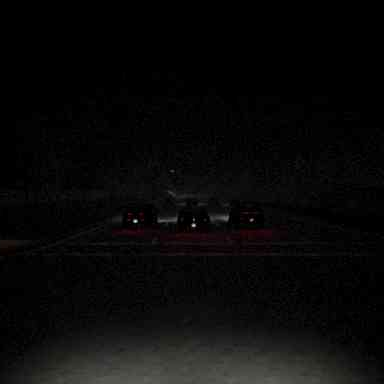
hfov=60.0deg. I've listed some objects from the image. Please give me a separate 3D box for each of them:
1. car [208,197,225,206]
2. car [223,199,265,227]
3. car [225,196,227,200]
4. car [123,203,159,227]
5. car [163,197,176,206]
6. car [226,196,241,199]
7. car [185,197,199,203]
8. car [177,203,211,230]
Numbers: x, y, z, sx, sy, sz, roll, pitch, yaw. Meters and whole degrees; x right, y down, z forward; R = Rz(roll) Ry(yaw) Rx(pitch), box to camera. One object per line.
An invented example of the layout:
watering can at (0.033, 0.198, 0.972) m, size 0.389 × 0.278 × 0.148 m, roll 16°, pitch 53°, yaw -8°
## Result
car at (3.498, 1.527, 52.488) m, size 2.033 × 1.411 × 5.357 m, roll 0°, pitch 0°, yaw 0°
car at (3.600, 1.483, 22.502) m, size 2.128 × 1.511 × 4.902 m, roll 0°, pitch 0°, yaw 0°
car at (6.998, 1.453, 62.907) m, size 1.882 × 1.535 × 5.008 m, roll 0°, pitch 0°, yaw 0°
car at (-3.400, 1.496, 22.454) m, size 1.837 × 1.490 × 4.892 m, roll 0°, pitch 0°, yaw 0°
car at (-3.502, 1.527, 52.488) m, size 2.033 × 1.411 × 5.357 m, roll 0°, pitch 0°, yaw 0°
car at (6.998, 1.505, 52.905) m, size 1.812 × 1.442 × 4.674 m, roll 0°, pitch 0°, yaw 0°
car at (-0.002, 1.471, 52.488) m, size 2.128 × 1.511 × 4.902 m, roll 0°, pitch 0°, yaw 0°
car at (0.100, 1.592, 21.147) m, size 1.895 × 1.301 × 4.718 m, roll 0°, pitch 0°, yaw 0°
